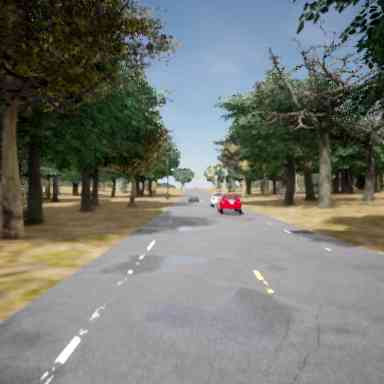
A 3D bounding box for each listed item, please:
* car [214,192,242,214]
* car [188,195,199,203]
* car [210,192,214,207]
[{"bbox_3d":[3.758,1.121,34.001,2.150,2.045,5.566,0,0,0],"label":"car"},{"bbox_3d":[0.308,1.213,60.134,1.994,1.385,4.181,0,1,0],"label":"car"},{"bbox_3d":[3.701,1.033,46.537,2.150,2.045,5.566,0,1,0],"label":"car"}]
